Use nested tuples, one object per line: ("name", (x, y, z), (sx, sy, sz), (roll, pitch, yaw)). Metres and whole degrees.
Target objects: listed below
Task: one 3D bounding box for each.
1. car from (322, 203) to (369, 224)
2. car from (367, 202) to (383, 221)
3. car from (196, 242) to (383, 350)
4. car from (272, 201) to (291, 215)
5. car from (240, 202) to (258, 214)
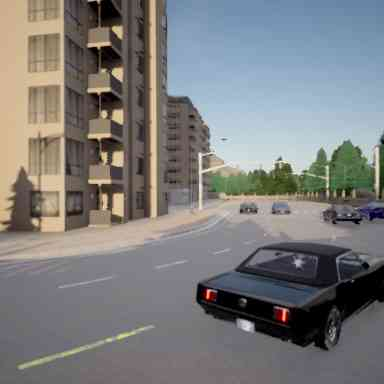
("car", (11.351, 1.653, 25.439), (2.033, 1.411, 5.357), (0, 0, 11))
("car", (15.292, 1.572, 27.725), (1.882, 1.535, 5.008), (0, 0, 12))
("car", (2.318, 1.634, 6.380), (1.895, 1.301, 4.718), (-1, -1, 44))
("car", (9.967, 1.747, 37.422), (2.033, 1.411, 5.357), (0, 0, 10))
("car", (6.565, 1.805, 38.259), (1.994, 1.385, 4.181), (0, 0, 10))
